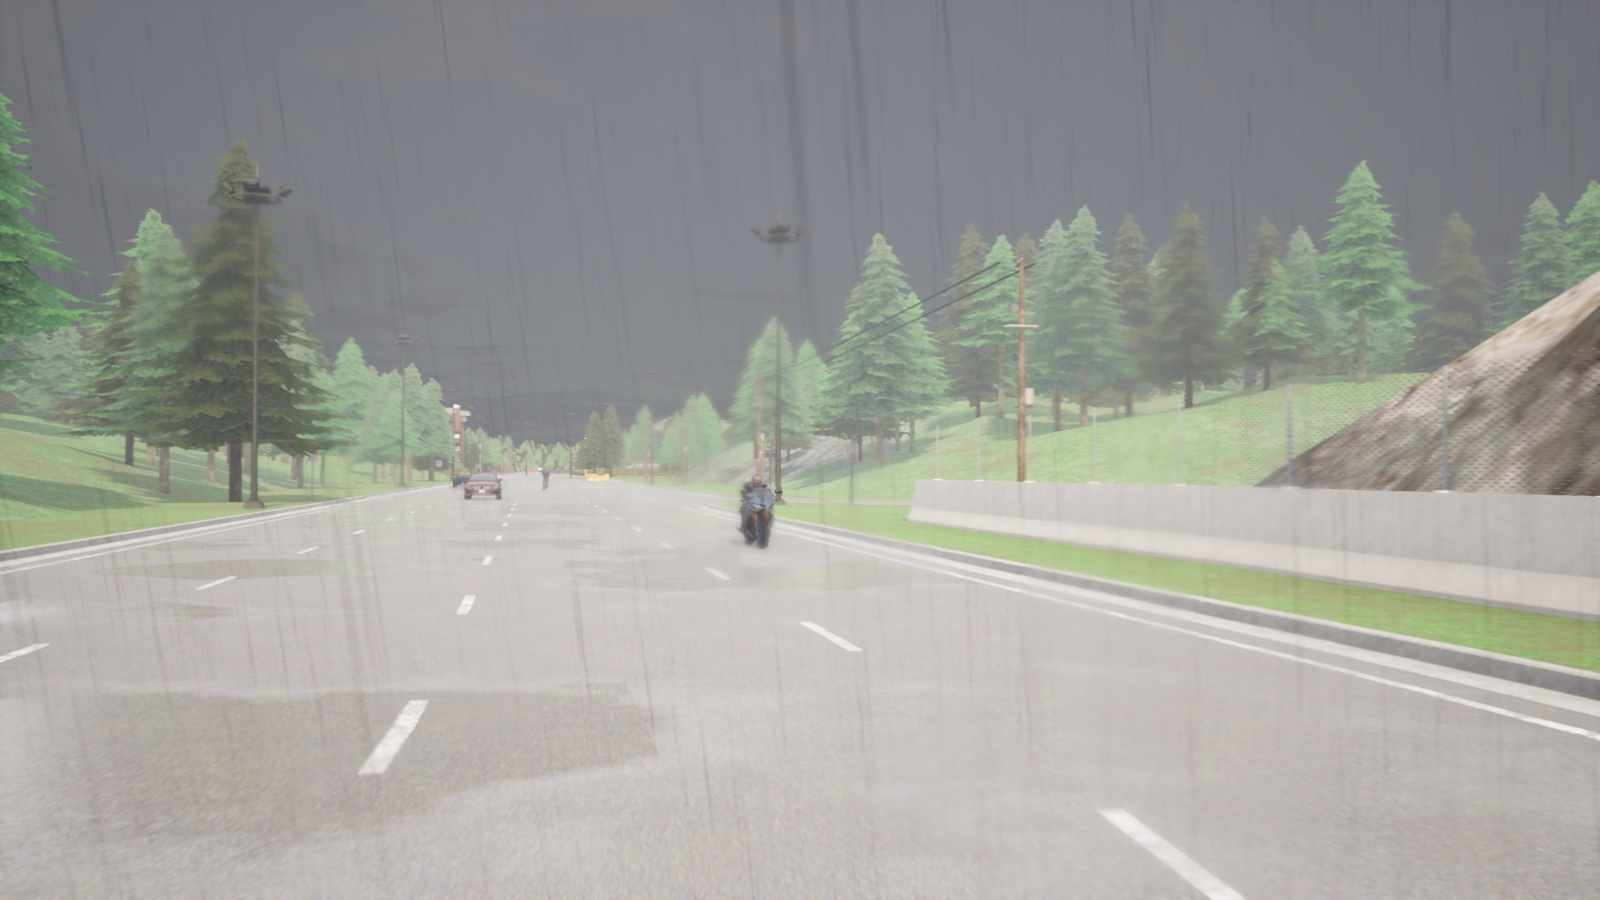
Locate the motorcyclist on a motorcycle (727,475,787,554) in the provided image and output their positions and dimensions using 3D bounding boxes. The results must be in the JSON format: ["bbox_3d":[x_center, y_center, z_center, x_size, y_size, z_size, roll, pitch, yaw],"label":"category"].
[{"bbox_3d":[-0.906,1.285,25.752,0.866,1.530,2.191,0,-1,-12],"label":"motorcyclist on a motorcycle"}]

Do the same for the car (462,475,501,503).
[{"bbox_3d":[-16.902,2.041,66.758,1.812,1.442,4.674,0,-1,-12],"label":"car"}]
